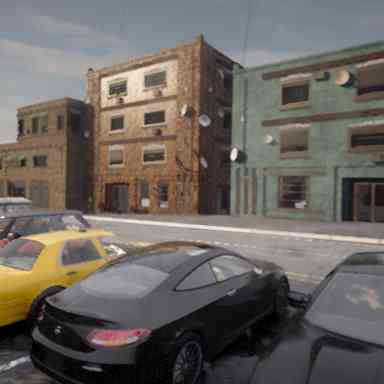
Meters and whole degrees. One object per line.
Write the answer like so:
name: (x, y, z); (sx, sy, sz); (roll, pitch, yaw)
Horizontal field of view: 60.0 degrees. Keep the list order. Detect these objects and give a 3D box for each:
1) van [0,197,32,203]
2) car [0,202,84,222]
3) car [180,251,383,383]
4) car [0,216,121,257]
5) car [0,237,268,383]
van: (-6.706, 1.173, 10.061); (1.878, 1.987, 4.442); (0, 0, 35)
car: (-4.540, 1.293, 8.414); (2.185, 1.767, 4.553); (1, 0, 35)
car: (2.246, 1.479, 3.550); (2.097, 1.535, 5.008); (0, 0, 35)
car: (-2.184, 1.436, 6.926); (1.946, 1.575, 5.366); (1, 0, 35)
car: (-0.027, 1.500, 5.158); (2.002, 1.452, 4.674); (1, 0, 35)
